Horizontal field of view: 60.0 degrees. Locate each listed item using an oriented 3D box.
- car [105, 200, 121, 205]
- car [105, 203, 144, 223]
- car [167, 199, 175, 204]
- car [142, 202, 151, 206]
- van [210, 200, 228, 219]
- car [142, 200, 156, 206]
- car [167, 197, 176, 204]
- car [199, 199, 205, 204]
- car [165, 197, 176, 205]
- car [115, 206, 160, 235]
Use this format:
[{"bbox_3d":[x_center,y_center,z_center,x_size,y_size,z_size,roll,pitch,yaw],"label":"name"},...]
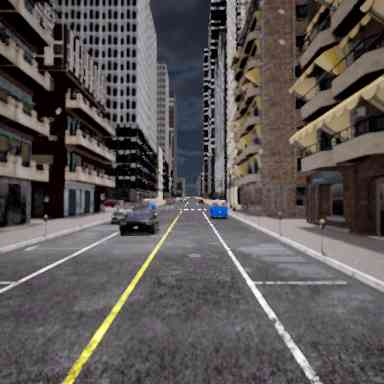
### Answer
[{"bbox_3d":[-16.493,2.265,67.489,4.097,1.590,1.967,0,-2,0],"label":"car"},{"bbox_3d":[-5.644,1.873,28.223,2.008,1.369,4.403,1,-1,0],"label":"car"},{"bbox_3d":[-5.680,2.586,88.482,1.802,1.307,4.206,1,-1,0],"label":"car"},{"bbox_3d":[-5.645,1.967,33.763,1.802,1.307,4.206,1,-1,0],"label":"car"},{"bbox_3d":[2.707,1.727,33.819,1.690,1.788,3.998,1,-1,0],"label":"van"},{"bbox_3d":[-5.645,2.014,39.303,1.947,1.339,4.313,1,-1,0],"label":"car"},{"bbox_3d":[-5.674,2.383,94.060,2.192,1.841,5.009,1,-1,0],"label":"car"},{"bbox_3d":[2.700,2.650,94.119,1.802,1.307,4.206,1,-1,0],"label":"car"},{"bbox_3d":[-5.676,2.381,82.909,1.967,1.590,4.097,1,-1,0],"label":"car"},{"bbox_3d":[-3.100,1.797,20.320,1.994,1.385,4.181,0,-1,0],"label":"car"}]
